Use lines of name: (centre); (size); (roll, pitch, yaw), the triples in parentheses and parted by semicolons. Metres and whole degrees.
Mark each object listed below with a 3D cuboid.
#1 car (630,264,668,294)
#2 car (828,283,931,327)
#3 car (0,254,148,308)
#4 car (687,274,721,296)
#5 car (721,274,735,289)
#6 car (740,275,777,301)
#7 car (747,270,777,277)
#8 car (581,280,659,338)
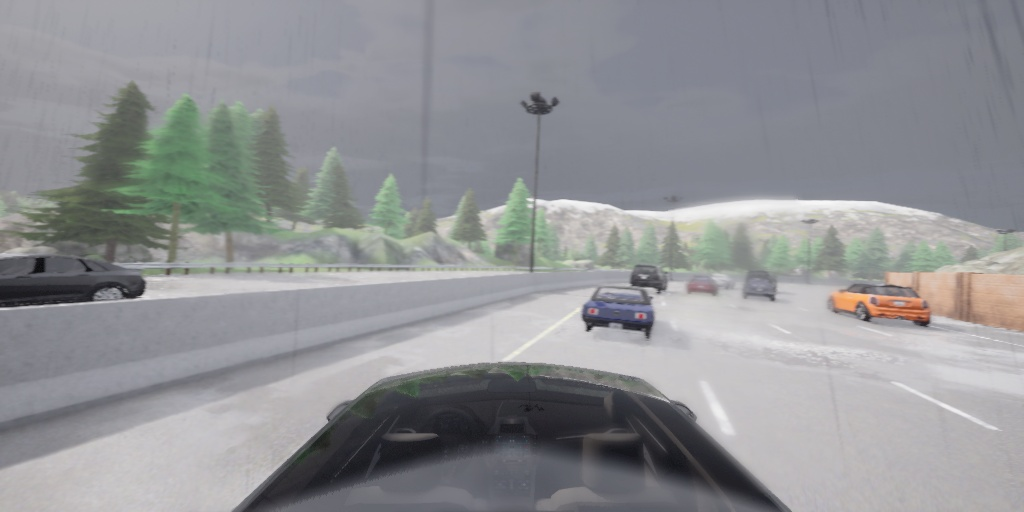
car: (10.577, 1.691, 27.572); (2.150, 2.045, 5.566); (3, 0, 29)
car: (16.823, 2.052, 16.731); (2.097, 1.767, 4.553); (3, 0, 23)
car: (-12.502, 0.682, 8.940); (1.837, 1.490, 4.892); (3, 0, 20)
car: (14.715, 2.238, 27.637); (1.994, 1.385, 4.181); (3, 0, 31)
car: (21.473, 2.605, 36.875); (1.812, 1.442, 4.674); (2, 0, 41)
car: (17.510, 2.347, 25.593); (2.033, 1.411, 5.357); (3, 0, 31)
car: (23.892, 2.406, 34.430); (2.150, 2.045, 5.566); (2, 0, 41)
car: (3.493, 1.596, 11.459); (1.895, 1.301, 4.718); (3, 0, 20)
